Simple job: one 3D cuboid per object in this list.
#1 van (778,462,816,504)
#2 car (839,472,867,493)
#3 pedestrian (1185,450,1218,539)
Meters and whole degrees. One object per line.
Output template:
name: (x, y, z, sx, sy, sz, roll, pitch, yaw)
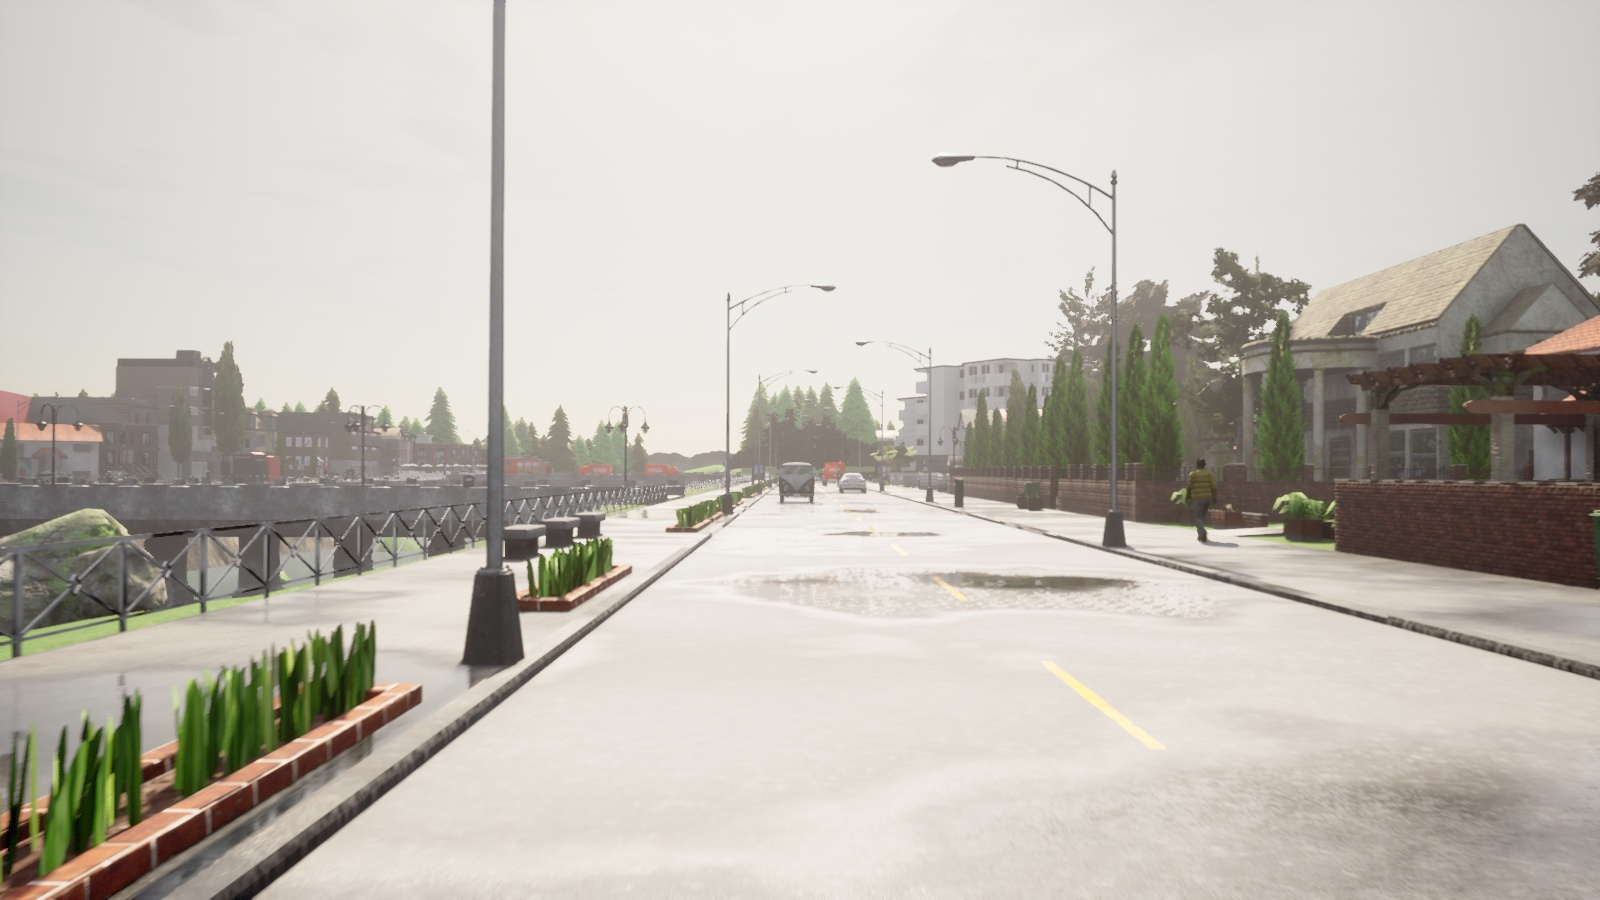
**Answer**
van: (-0.147, 1.608, 62.147, 1.775, 1.987, 4.442, 0, -1, 0)
car: (3.788, 2.342, 90.620, 1.812, 1.442, 4.674, 0, -1, 0)
pedestrian: (8.452, 0.934, 26.478, 0.431, 1.840, 0.709, 0, -1, -2)
